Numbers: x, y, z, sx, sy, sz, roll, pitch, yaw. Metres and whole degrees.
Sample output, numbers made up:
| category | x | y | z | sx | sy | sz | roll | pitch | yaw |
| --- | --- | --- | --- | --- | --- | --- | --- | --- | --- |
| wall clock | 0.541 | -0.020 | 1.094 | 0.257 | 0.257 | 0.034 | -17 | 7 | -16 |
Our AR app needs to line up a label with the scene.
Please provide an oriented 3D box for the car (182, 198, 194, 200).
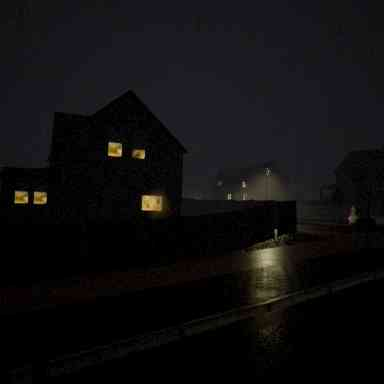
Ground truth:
| category | x | y | z | sx | sy | sz | roll | pitch | yaw |
| --- | --- | --- | --- | --- | --- | --- | --- | --- | --- |
| car | -0.685 | 1.700 | 40.813 | 2.150 | 2.045 | 5.566 | 3 | -2 | -22 |

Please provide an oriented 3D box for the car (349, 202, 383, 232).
| category | x | y | z | sx | sy | sz | roll | pitch | yaw |
| --- | --- | --- | --- | --- | --- | --- | --- | --- | --- |
| car | 11.414 | 1.302 | 17.883 | 2.150 | 2.045 | 5.566 | 3 | -3 | -38 |
